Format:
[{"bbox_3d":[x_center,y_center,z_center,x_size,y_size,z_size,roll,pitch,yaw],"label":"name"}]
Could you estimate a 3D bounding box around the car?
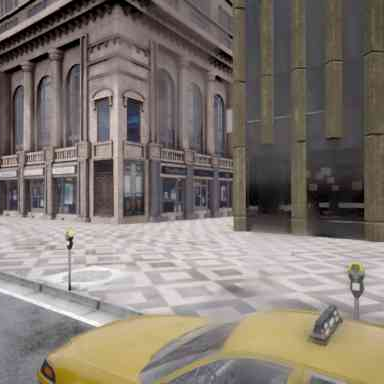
[{"bbox_3d":[0.718,1.525,2.462,4.829,1.417,1.752,0,0,36],"label":"car"}]
